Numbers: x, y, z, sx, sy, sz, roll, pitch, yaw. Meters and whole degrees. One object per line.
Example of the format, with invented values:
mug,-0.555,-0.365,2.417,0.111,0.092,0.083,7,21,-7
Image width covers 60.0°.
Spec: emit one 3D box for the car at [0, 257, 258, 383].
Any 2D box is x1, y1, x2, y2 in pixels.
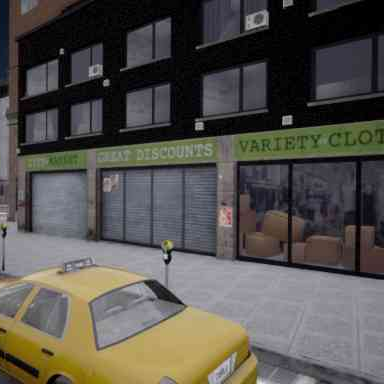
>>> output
car,-1.615,1.524,4.240,4.829,1.417,1.752,0,1,35
